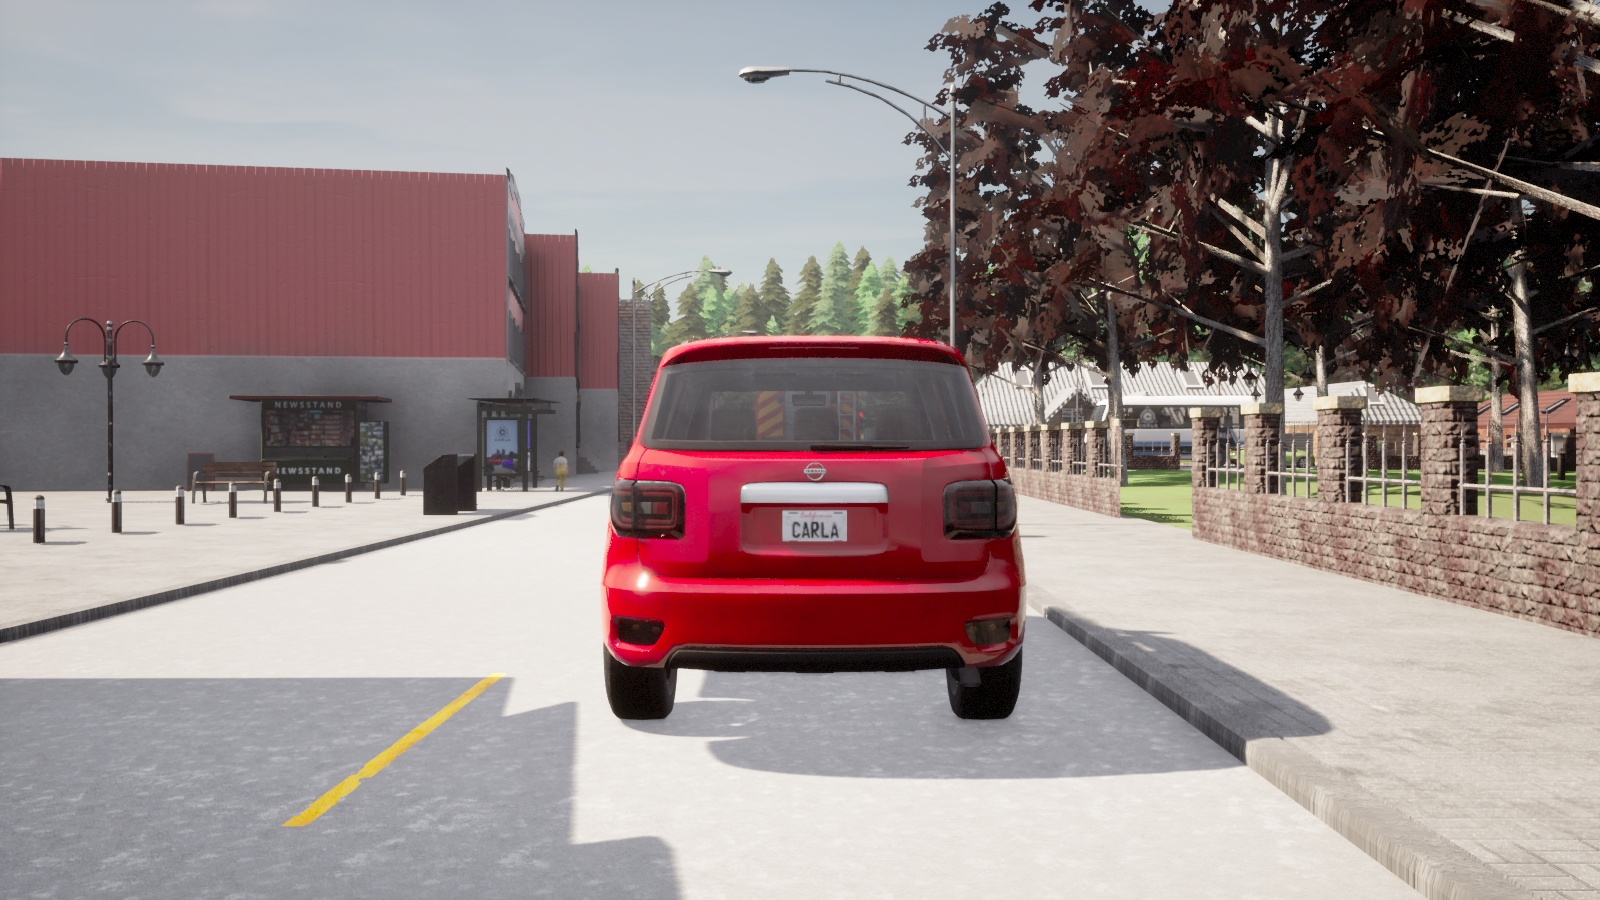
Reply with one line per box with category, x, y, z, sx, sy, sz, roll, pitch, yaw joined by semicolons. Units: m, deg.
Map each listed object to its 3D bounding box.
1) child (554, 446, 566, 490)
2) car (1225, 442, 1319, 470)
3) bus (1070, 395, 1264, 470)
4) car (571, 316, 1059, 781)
child;-6.921;0.526;36.266;0.270;1.263;0.437;0;0;0
car;26.317;0.319;70.087;4.514;1.525;2.007;0;0;-1
bus;21.513;-1.031;74.190;10.273;4.253;3.944;0;0;0
car;0.065;0.419;8.312;2.150;2.045;5.566;0;0;0
